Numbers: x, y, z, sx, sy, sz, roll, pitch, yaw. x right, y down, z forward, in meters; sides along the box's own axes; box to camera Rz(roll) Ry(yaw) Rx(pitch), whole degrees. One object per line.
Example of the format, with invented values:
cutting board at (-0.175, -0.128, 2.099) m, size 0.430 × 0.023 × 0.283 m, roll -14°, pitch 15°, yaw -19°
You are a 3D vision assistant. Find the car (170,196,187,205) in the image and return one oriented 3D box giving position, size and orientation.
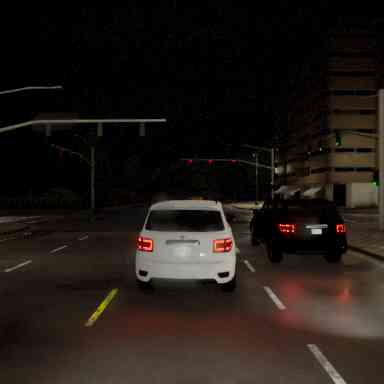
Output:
car at (-2.426, 1.505, 60.847) m, size 1.837 × 1.490 × 4.892 m, roll 0°, pitch 0°, yaw 13°

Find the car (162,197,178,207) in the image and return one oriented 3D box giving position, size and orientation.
car at (-3.363, 1.505, 51.610) m, size 1.837 × 1.490 × 4.892 m, roll 0°, pitch 0°, yaw 3°

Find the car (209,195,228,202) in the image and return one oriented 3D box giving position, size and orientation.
car at (6.380, 1.525, 79.003) m, size 2.128 × 1.511 × 4.902 m, roll 0°, pitch 0°, yaw 38°

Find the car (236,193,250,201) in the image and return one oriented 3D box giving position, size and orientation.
car at (13.073, 1.225, 80.741) m, size 5.566 × 2.045 × 2.150 m, roll 0°, pitch 0°, yaw -41°

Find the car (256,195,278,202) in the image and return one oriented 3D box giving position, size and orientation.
car at (18.202, 1.540, 80.233) m, size 5.357 × 1.411 × 2.033 m, roll 0°, pitch 0°, yaw -34°

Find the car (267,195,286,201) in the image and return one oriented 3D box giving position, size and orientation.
car at (21.840, 1.524, 86.259) m, size 4.674 × 1.442 × 1.812 m, roll 0°, pitch 0°, yaw -22°

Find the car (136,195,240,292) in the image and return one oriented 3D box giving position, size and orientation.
car at (0.016, 1.221, 9.154) m, size 2.150 × 2.045 × 5.566 m, roll 0°, pitch 0°, yaw 4°

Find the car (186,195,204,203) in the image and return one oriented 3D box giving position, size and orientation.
car at (0.662, 1.478, 70.373) m, size 1.882 × 1.535 × 5.008 m, roll 0°, pitch 0°, yaw 23°

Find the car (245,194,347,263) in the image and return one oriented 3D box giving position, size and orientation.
car at (3.577, 1.221, 12.180) m, size 2.150 × 2.045 × 5.566 m, roll 0°, pitch 0°, yaw 0°
